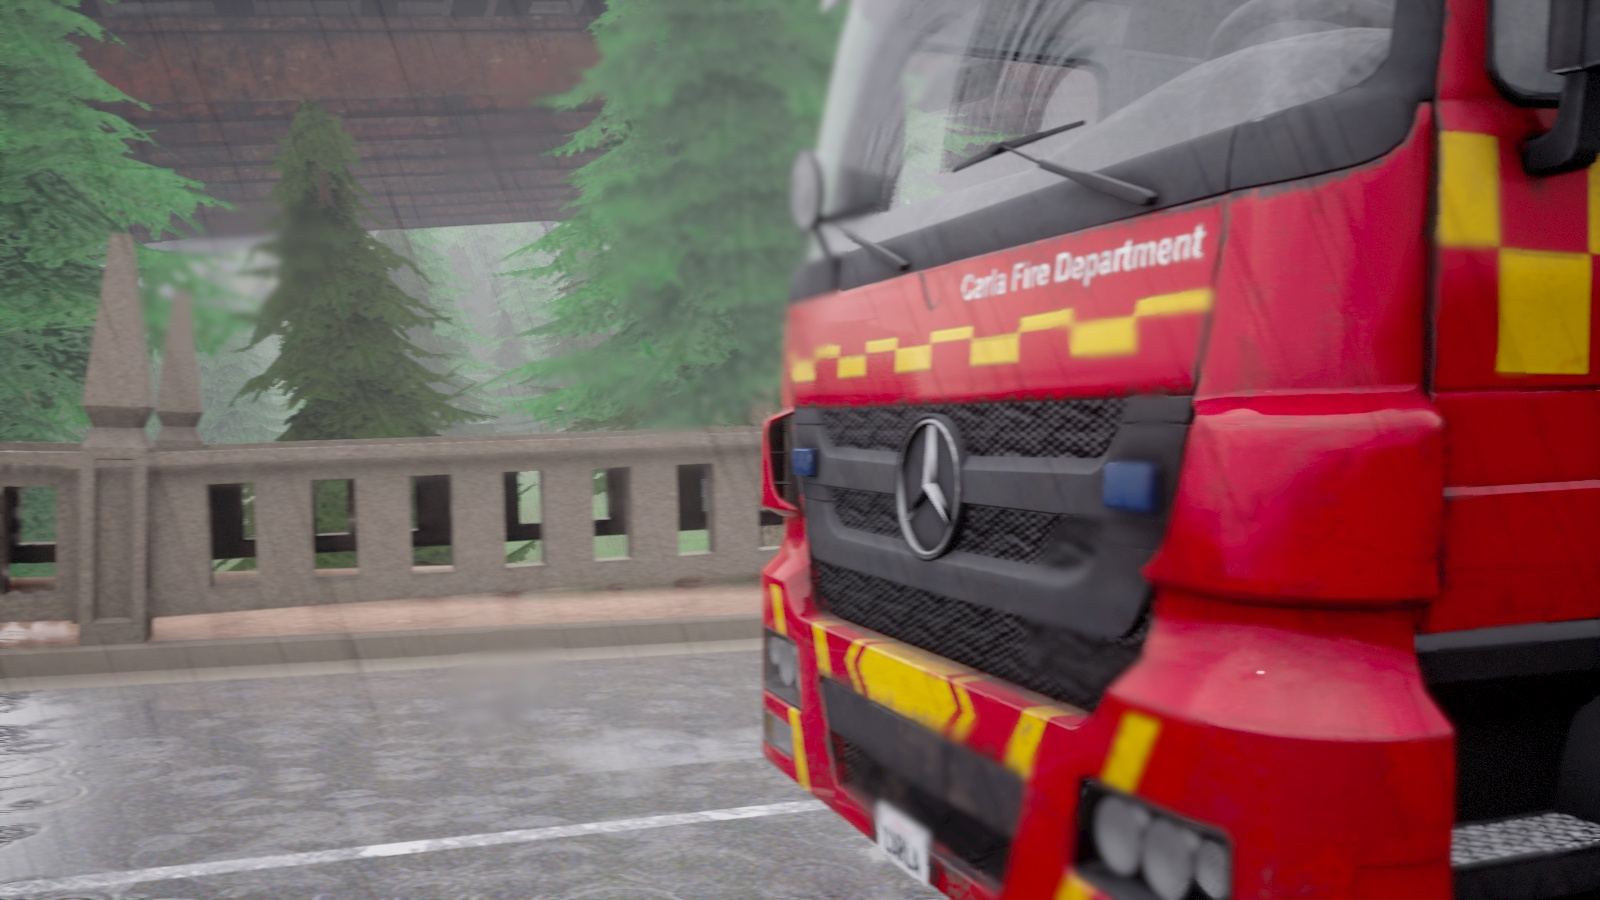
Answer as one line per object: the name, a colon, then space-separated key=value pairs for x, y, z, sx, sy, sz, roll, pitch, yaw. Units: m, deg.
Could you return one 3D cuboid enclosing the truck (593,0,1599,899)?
truck: x=3.759 y=-0.503 z=4.651 sx=8.468 sy=3.827 sz=2.891 roll=-2 pitch=1 yaw=-21
